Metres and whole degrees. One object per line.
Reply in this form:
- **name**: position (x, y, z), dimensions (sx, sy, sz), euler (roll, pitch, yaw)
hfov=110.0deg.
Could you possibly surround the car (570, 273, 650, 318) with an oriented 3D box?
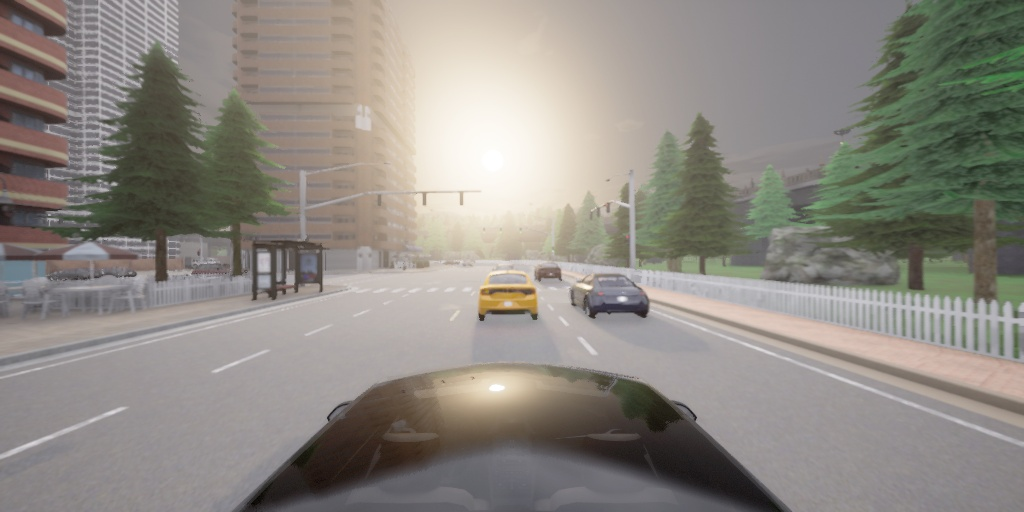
- **car**: position (3.349, 1.295, 13.000), dimensions (1.994, 1.385, 4.181), euler (-1, 0, -1)

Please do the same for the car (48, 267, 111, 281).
- **car**: position (-45.946, 1.910, 37.890), dimensions (4.181, 1.385, 1.994), euler (-1, 0, -1)

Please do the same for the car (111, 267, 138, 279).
- **car**: position (-46.037, 1.916, 41.388), dimensions (4.181, 1.385, 1.994), euler (-1, 0, -1)

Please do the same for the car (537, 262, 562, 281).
- **car**: position (2.931, 1.245, 29.926), dimensions (1.882, 1.535, 5.008), euler (-1, 0, -1)

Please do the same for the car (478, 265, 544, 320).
- **car**: position (-0.151, 1.247, 12.880), dimensions (1.882, 1.535, 5.008), euler (-1, 0, -1)

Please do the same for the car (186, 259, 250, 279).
- **car**: position (-28.125, 1.505, 34.787), dimensions (4.553, 1.767, 2.097), euler (-1, 0, -1)
